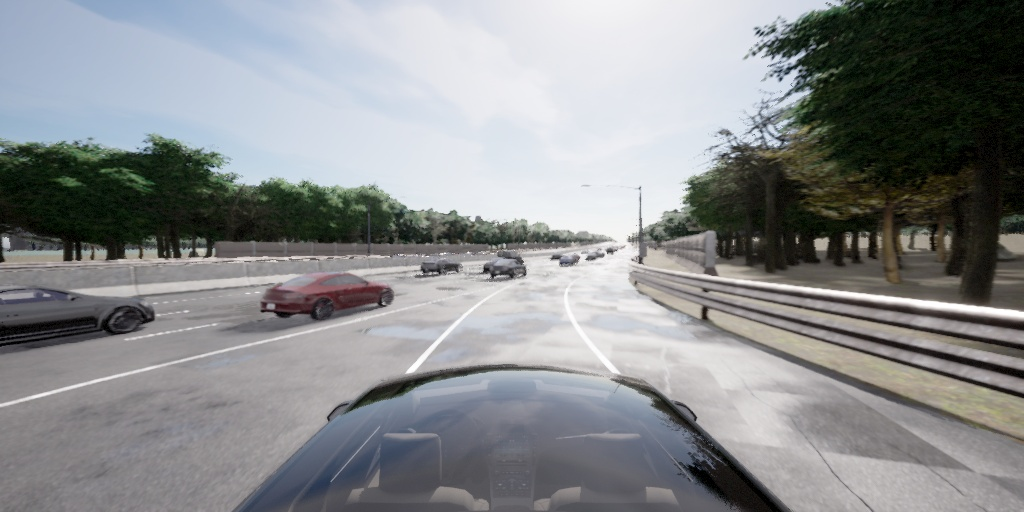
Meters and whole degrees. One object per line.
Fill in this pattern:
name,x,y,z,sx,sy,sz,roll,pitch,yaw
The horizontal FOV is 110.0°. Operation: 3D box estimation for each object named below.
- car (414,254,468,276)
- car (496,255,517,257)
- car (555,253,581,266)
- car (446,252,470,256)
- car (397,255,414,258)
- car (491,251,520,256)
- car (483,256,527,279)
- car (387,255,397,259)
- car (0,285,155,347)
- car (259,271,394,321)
car,-6.257,0.891,32.139,2.128,1.511,4.902,0,1,21
car,-1.277,0.900,35.425,1.994,1.385,4.181,0,1,21
car,7.918,0.621,49.928,2.033,1.411,5.357,0,1,20
car,-8.852,0.490,55.171,1.882,1.535,5.008,0,1,21
car,-15.413,0.530,57.554,2.033,1.411,5.357,0,1,21
car,-0.321,0.343,47.889,2.150,2.045,5.566,0,1,21
car,-0.248,0.982,28.241,1.812,1.442,4.674,0,1,21
car,-18.703,0.531,58.770,1.994,1.385,4.181,0,1,21
car,-11.416,1.370,8.472,1.994,1.385,4.181,0,1,20
car,-6.167,1.257,12.521,1.812,1.442,4.674,0,1,21
